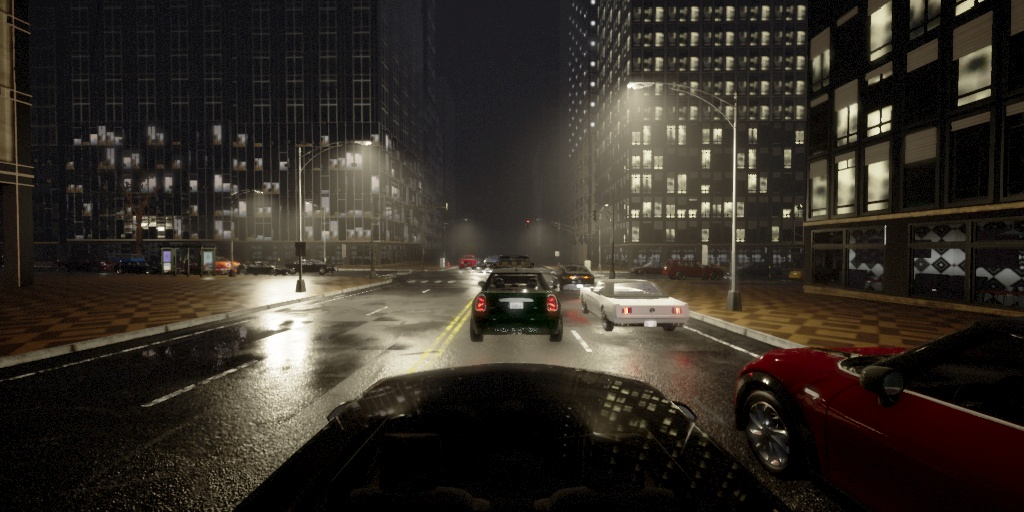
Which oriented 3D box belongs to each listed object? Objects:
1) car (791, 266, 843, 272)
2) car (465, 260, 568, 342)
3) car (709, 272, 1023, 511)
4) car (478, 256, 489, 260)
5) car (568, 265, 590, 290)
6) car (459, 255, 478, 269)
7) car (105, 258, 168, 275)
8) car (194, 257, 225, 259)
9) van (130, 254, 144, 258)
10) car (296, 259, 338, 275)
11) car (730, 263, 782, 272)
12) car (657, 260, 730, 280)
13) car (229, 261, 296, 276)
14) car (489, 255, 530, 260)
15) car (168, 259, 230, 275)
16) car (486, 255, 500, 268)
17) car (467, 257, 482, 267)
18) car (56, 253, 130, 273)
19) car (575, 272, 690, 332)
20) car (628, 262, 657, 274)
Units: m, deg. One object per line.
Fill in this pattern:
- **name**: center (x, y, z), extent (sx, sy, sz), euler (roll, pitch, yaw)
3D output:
- **car**: center (27.643, 1.578, 32.079), extent (4.829, 1.417, 1.751), euler (0, 0, 1)
- **car**: center (0.100, 1.099, 9.934), extent (2.097, 1.767, 4.553), euler (0, 0, 0)
- **car**: center (3.350, 1.102, 1.867), extent (2.097, 1.767, 4.553), euler (0, 0, 0)
- **car**: center (-3.342, 1.207, 52.485), extent (2.128, 1.511, 4.902), euler (0, 0, 0)
- **car**: center (3.351, 1.245, 20.142), extent (1.837, 1.490, 4.892), euler (0, 0, 0)
- **car**: center (-6.595, 0.935, 54.017), extent (2.150, 2.045, 5.566), euler (0, 0, 0)
- **car**: center (-34.095, 1.069, 33.113), extent (4.313, 1.339, 1.948), euler (0, 0, 1)
- **car**: center (-29.426, 0.855, 35.649), extent (4.553, 1.767, 2.097), euler (1, 1, 1)
- **van**: center (-45.285, 0.604, 41.774), extent (3.998, 1.789, 1.690), euler (0, 0, 1)
- **car**: center (-19.808, 1.081, 35.454), extent (4.902, 1.511, 2.128), euler (1, 1, 1)
- **car**: center (25.520, 1.489, 37.898), extent (5.357, 1.411, 2.033), euler (0, 1, 1)
- **car**: center (16.195, 1.268, 32.277), extent (5.009, 1.841, 2.192), euler (0, 0, 1)
- **car**: center (-22.730, 1.173, 32.806), extent (4.313, 1.339, 1.948), euler (0, 0, 1)
- **car**: center (0.101, 0.963, 19.646), extent (2.150, 2.045, 5.566), euler (0, 0, 0)
- **car**: center (-28.414, 1.137, 32.940), extent (4.207, 1.307, 1.802), euler (0, 0, 1)
- **car**: center (-3.321, 0.925, 62.647), extent (2.150, 2.045, 5.566), euler (0, 0, 0)
- **car**: center (-6.559, 1.054, 63.615), extent (2.097, 1.767, 4.553), euler (0, 0, 0)
- **car**: center (-41.864, 0.745, 35.914), extent (4.553, 1.767, 2.097), euler (0, 1, 1)
- **car**: center (3.351, 1.347, 10.884), extent (1.895, 1.301, 4.718), euler (0, 0, 0)
- **car**: center (15.229, 1.398, 38.099), extent (5.357, 1.411, 2.033), euler (1, 1, 2)
